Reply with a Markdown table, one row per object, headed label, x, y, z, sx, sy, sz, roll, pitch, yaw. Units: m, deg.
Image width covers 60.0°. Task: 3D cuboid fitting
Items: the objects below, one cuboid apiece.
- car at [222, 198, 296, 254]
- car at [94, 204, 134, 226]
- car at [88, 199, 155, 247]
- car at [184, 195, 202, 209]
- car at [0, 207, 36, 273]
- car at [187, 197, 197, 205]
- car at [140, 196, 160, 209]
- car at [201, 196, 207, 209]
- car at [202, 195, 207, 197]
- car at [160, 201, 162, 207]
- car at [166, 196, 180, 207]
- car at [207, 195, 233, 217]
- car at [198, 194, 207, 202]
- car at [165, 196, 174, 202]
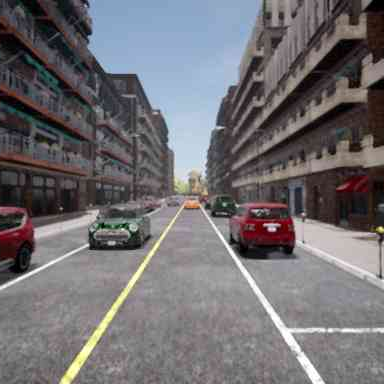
| label | x | y | z | sx | sy | sz | roll | pitch | yaw |
| --- | --- | --- | --- | --- | --- | --- | --- | --- | --- |
| car | 2.700 | 1.356 | 13.634 | 2.192 | 1.841 | 5.009 | 1 | 0 | 0 |
| car | -5.687 | 1.641 | 24.801 | 1.947 | 1.339 | 4.313 | 1 | 0 | 0 |
| car | -3.104 | 1.397 | 15.080 | 2.097 | 1.767 | 4.553 | 0 | 0 | 0 |
| car | -0.001 | 1.497 | 47.407 | 2.097 | 1.767 | 4.553 | 0 | 0 | 0 |
| car | -5.679 | 1.339 | 8.097 | 2.192 | 1.841 | 5.009 | 1 | 0 | 0 |
| car | -0.015 | 1.676 | 63.911 | 1.882 | 1.535 | 5.008 | 0 | 0 | 0 |
| car | -5.688 | 1.442 | 41.504 | 2.192 | 1.841 | 5.009 | 1 | 0 | 0 |
| car | 2.688 | 1.710 | 47.040 | 1.947 | 1.339 | 4.313 | 1 | 0 | 0 |
| car | 2.685 | 1.531 | 69.313 | 2.192 | 1.841 | 5.009 | 1 | 0 | 0 |
| car | -5.694 | 1.744 | 52.640 | 1.802 | 1.307 | 4.206 | 1 | 0 | 0 |
| car | -3.073 | 1.524 | 55.805 | 2.097 | 1.767 | 4.553 | 0 | 0 | 0 |
| car | 2.991 | 1.325 | 33.071 | 2.150 | 2.045 | 5.566 | 0 | 0 | 0 |
| car | 2.681 | 1.587 | 86.016 | 2.192 | 1.841 | 5.009 | 1 | 0 | 0 |
| car | -5.702 | 1.823 | 86.047 | 2.008 | 1.369 | 4.403 | 1 | 0 | 0 |
